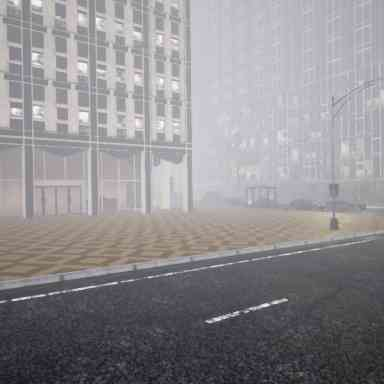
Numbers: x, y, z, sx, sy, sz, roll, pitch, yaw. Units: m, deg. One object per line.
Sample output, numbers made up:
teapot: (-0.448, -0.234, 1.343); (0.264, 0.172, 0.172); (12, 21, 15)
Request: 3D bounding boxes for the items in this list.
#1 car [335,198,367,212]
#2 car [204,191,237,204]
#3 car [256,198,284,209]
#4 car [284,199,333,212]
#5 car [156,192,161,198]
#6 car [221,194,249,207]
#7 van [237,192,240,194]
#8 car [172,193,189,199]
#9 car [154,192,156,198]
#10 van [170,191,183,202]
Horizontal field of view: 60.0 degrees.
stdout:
car: (16.500, 1.401, 35.876); (1.994, 1.385, 4.181); (-1, 1, -34)
car: (4.194, 0.859, 53.943); (2.150, 2.045, 5.566); (-1, 1, -34)
car: (9.574, 1.387, 41.255); (1.802, 1.307, 4.206); (0, 1, -34)
car: (12.761, 1.423, 36.547); (1.947, 1.339, 4.313); (0, 1, -34)
car: (-5.818, 0.614, 78.905); (2.192, 1.841, 5.009); (0, 1, -34)
car: (6.421, 1.319, 45.984); (1.947, 1.339, 4.313); (0, 1, -34)
van: (6.987, 0.854, 60.120); (1.690, 1.788, 3.998); (0, 1, -34)
car: (-2.617, 0.935, 74.213); (1.802, 1.307, 4.206); (0, 1, -34)
car: (-9.020, 0.685, 83.603); (1.967, 1.590, 4.097); (0, 1, -34)
van: (-3.138, 0.936, 60.098); (1.690, 1.788, 3.998); (0, 1, -34)
